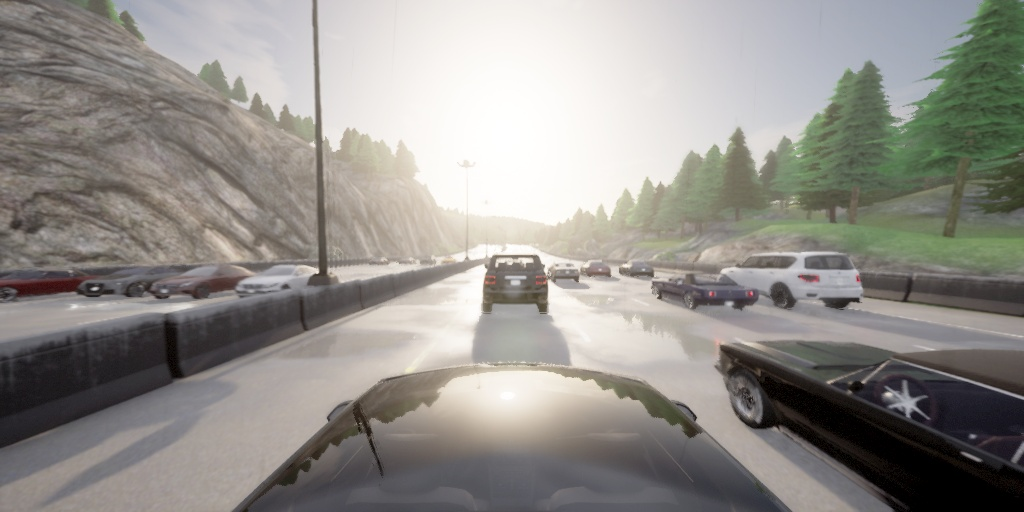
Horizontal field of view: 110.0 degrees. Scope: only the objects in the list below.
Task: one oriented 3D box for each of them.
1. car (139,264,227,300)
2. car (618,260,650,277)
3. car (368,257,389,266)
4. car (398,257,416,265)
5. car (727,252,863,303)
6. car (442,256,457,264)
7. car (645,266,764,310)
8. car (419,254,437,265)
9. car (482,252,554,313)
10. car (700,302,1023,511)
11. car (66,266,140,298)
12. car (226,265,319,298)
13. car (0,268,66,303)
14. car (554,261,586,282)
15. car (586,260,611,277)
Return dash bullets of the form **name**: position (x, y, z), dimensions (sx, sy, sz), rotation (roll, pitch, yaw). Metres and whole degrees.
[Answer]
- **car**: position (-14.081, 1.140, 16.849), dimensions (1.812, 1.442, 4.674), rotation (0, 0, 0)
- **car**: position (10.635, 1.064, 30.977), dimensions (1.994, 1.385, 4.181), rotation (0, 0, 0)
- **car**: position (-20.982, 0.833, 56.506), dimensions (1.994, 1.385, 4.181), rotation (0, 1, 1)
- **car**: position (-17.461, 0.806, 59.768), dimensions (1.994, 1.385, 4.181), rotation (0, 1, 1)
- **car**: position (10.614, 0.866, 14.297), dimensions (2.150, 2.045, 5.566), rotation (0, 0, 0)
- **car**: position (-10.465, 0.721, 59.982), dimensions (1.882, 1.535, 5.008), rotation (0, 1, 1)
- **car**: position (7.114, 1.247, 13.936), dimensions (1.895, 1.301, 4.718), rotation (0, 0, 0)
- **car**: position (-13.964, 0.594, 59.959), dimensions (2.097, 1.767, 4.553), rotation (0, 0, 1)
- **car**: position (0.113, 0.870, 13.469), dimensions (2.150, 2.045, 5.566), rotation (0, 0, 0)
- **car**: position (3.583, 1.344, 2.610), dimensions (1.895, 1.301, 4.718), rotation (0, 1, 0)
- **car**: position (-17.580, 1.175, 17.100), dimensions (1.994, 1.385, 4.181), rotation (0, 0, 0)
- **car**: position (-10.580, 1.141, 16.877), dimensions (1.812, 1.442, 4.674), rotation (0, 0, 0)
- **car**: position (-21.083, 1.222, 15.847), dimensions (1.895, 1.301, 4.718), rotation (0, 0, 0)
- **car**: position (3.629, 1.090, 25.914), dimensions (2.033, 1.411, 5.357), rotation (0, 1, 0)
- **car**: position (7.135, 1.063, 31.004), dimensions (1.994, 1.385, 4.181), rotation (0, 0, 0)
